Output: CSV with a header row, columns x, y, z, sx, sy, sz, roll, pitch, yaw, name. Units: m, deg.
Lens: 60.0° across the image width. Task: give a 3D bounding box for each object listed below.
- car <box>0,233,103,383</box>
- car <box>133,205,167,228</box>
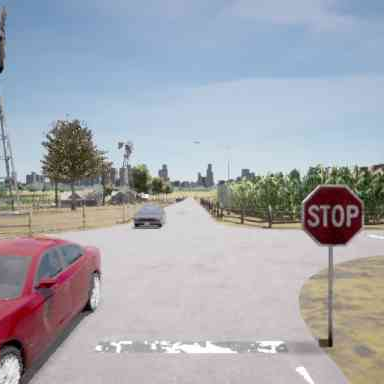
x,y,z,sx,sy,sz,roll,pitch,yaw,name
-2.762,1.479,4.884,1.882,1.535,5.008,0,0,0,car
-2.784,1.612,23.249,2.033,1.411,5.357,0,0,0,car
